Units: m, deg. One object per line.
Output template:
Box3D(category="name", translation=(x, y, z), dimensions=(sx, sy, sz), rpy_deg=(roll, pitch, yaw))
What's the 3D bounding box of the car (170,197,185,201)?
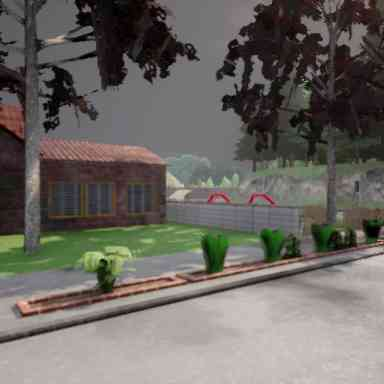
Box3D(category="car", translation=(-1.861, 1.427, 53.944), dimensions=(1.812, 1.442, 4.674), rpy_deg=(0, 0, -35))
